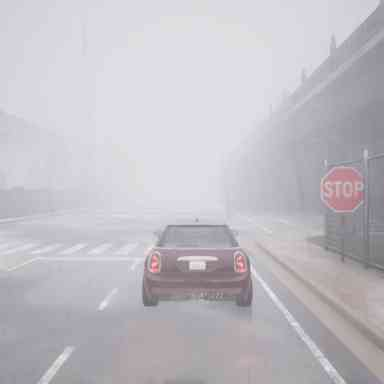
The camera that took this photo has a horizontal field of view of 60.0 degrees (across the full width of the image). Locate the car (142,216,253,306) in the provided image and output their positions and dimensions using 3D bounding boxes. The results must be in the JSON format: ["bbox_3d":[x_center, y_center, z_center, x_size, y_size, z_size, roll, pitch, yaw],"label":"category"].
[{"bbox_3d":[0.101,1.350,8.156,2.097,1.767,4.553,0,0,0],"label":"car"}]
